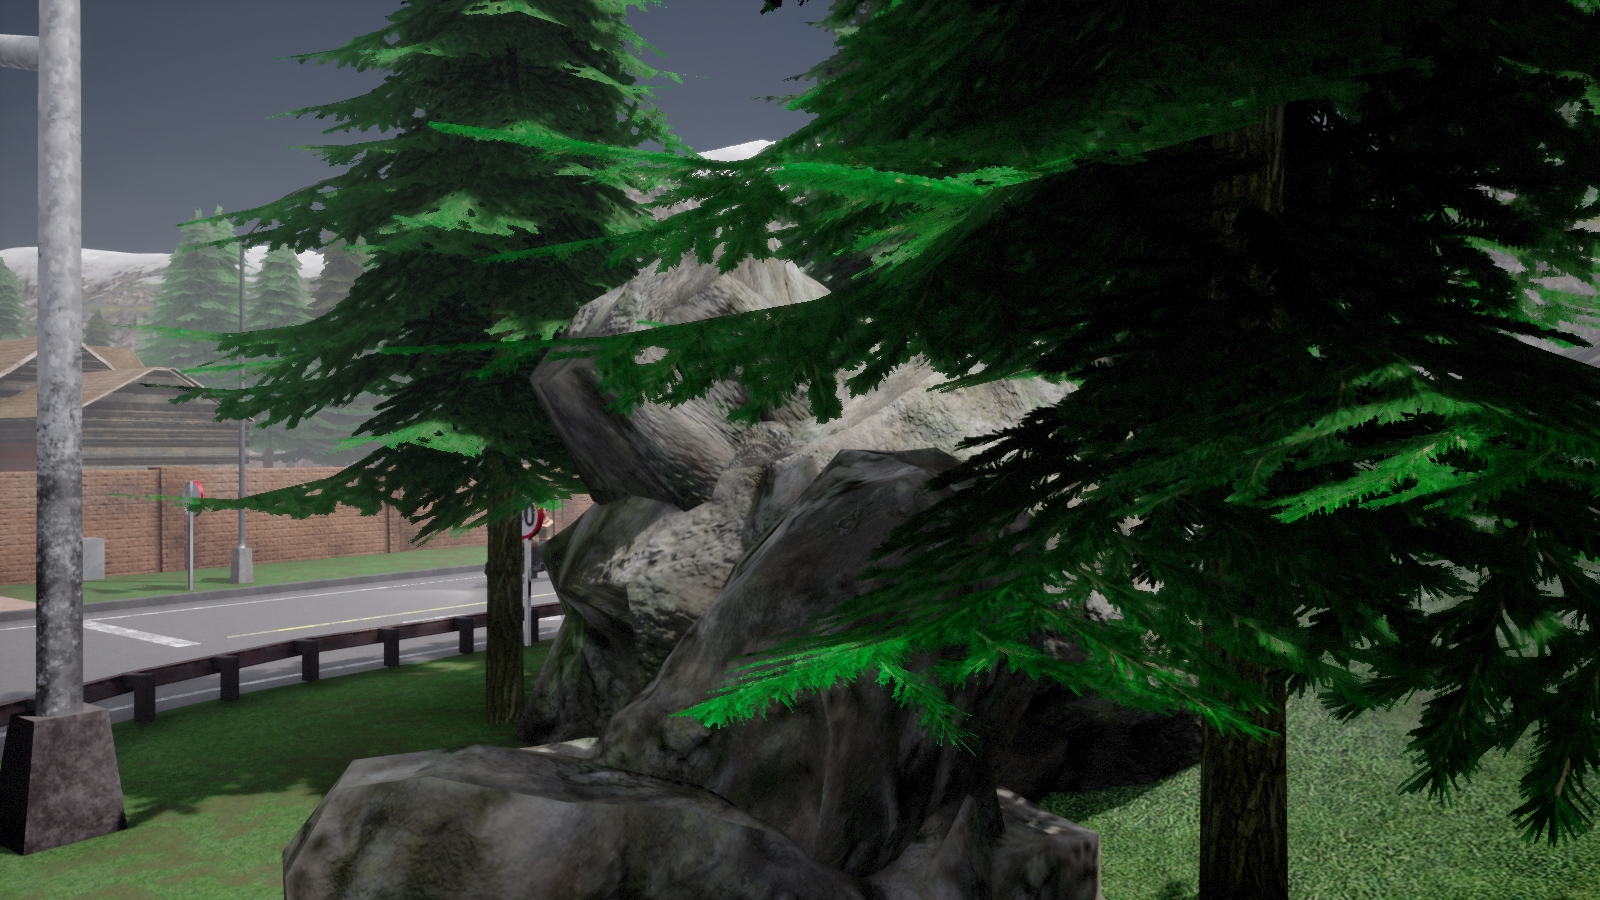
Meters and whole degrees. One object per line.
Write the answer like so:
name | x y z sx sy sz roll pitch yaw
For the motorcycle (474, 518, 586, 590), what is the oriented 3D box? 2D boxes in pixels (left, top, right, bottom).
motorcycle | -5.636 2.150 24.014 0.764 1.277 2.356 0 0 36
